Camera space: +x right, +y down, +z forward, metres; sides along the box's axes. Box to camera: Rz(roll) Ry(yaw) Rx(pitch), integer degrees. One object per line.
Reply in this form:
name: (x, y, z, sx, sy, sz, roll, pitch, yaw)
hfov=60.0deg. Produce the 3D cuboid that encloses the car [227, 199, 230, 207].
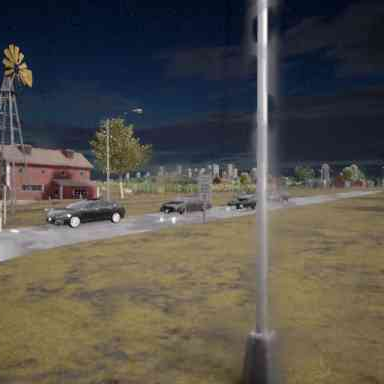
car: (5.476, 0.851, 35.892, 1.994, 1.385, 4.181, 1, 2, 36)

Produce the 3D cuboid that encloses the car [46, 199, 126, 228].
car: (-6.201, 1.192, 19.865, 1.837, 1.490, 4.892, 1, 2, 37)

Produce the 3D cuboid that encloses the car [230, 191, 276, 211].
car: (5.795, 0.920, 31.325, 1.837, 1.490, 4.892, 1, 2, 36)

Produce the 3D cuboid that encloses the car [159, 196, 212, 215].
car: (-0.383, 1.038, 27.828, 2.033, 1.411, 5.357, 1, 2, 36)

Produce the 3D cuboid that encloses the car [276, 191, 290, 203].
car: (11.481, 0.567, 44.107, 2.128, 1.511, 4.902, 1, 2, 36)
